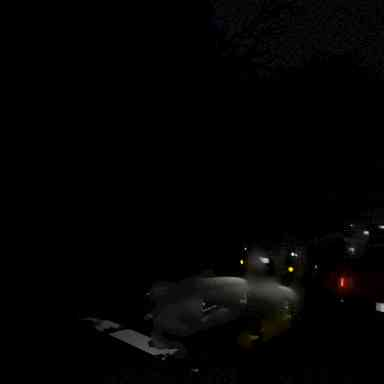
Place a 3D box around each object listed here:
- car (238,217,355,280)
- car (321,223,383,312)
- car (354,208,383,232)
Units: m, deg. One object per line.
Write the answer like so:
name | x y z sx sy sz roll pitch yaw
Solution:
car | 3.211 1.599 10.162 1.994 1.385 4.181 -1 -1 42
car | 4.621 1.596 7.070 1.895 1.301 4.718 -1 -1 41
car | 10.158 1.569 18.040 2.033 1.411 5.357 -1 -1 42
